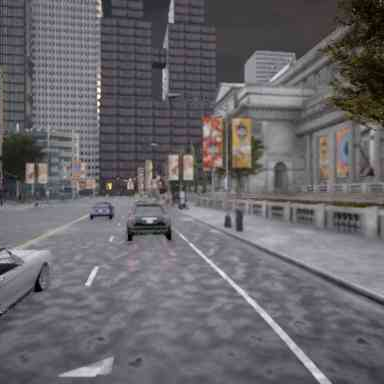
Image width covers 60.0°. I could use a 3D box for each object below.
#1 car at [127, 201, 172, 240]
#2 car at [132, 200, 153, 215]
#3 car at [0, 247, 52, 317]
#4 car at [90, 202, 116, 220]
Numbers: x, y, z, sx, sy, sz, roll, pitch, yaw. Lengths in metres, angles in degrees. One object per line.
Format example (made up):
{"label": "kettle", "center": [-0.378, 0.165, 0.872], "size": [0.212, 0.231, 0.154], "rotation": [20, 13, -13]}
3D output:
{"label": "car", "center": [-2.281, 1.376, 17.378], "size": [2.097, 1.767, 4.553], "rotation": [0, 0, -9]}
{"label": "car", "center": [-5.227, 1.615, 34.951], "size": [1.994, 1.385, 4.181], "rotation": [0, 0, -10]}
{"label": "car", "center": [-4.079, 1.627, 5.943], "size": [1.895, 1.301, 4.718], "rotation": [0, 0, -7]}
{"label": "car", "center": [-7.814, 1.609, 29.288], "size": [2.033, 1.411, 5.357], "rotation": [0, 0, -10]}
